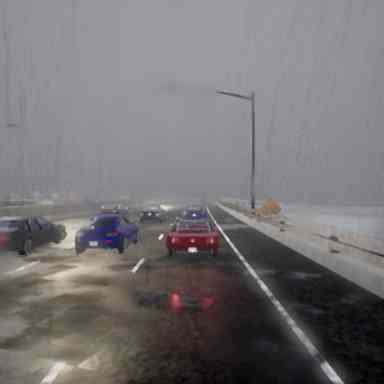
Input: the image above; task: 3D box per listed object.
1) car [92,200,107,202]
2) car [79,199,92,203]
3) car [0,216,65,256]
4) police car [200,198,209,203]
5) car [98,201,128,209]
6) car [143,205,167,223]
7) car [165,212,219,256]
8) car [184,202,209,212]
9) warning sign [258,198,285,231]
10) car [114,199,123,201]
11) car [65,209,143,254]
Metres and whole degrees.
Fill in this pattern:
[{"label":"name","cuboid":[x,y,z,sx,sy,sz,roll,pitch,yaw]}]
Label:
[{"label":"car","cuboid":[-19.558,2.369,72.293,1.895,1.301,4.718,0,-1,2]},{"label":"car","cuboid":[-23.054,2.256,72.482,1.882,1.535,5.008,0,-1,2]},{"label":"car","cuboid":[-6.957,1.681,13.669,2.033,1.411,5.357,0,-1,0]},{"label":"police car","cuboid":[2.981,2.270,79.167,1.930,1.638,5.238,0,-1,3]},{"label":"car","cuboid":[-6.777,1.783,28.925,2.128,1.511,4.902,0,0,1]},{"label":"car","cuboid":[-3.287,1.833,28.568,2.033,1.411,5.357,0,-1,1]},{"label":"car","cuboid":[0.044,1.735,13.737,1.895,1.301,4.718,0,-1,1]},{"label":"car","cuboid":[0.222,1.852,28.819,1.994,1.385,4.181,0,-1,1]},{"label":"warning sign","cuboid":[4.628,1.307,19.531,1.300,1.860,1.060,-1,-2,1]},{"label":"car","cuboid":[-16.060,2.296,72.166,2.128,1.511,4.902,0,-1,2]},{"label":"car","cuboid":[-3.449,1.663,14.045,1.812,1.442,4.674,0,0,1]}]
